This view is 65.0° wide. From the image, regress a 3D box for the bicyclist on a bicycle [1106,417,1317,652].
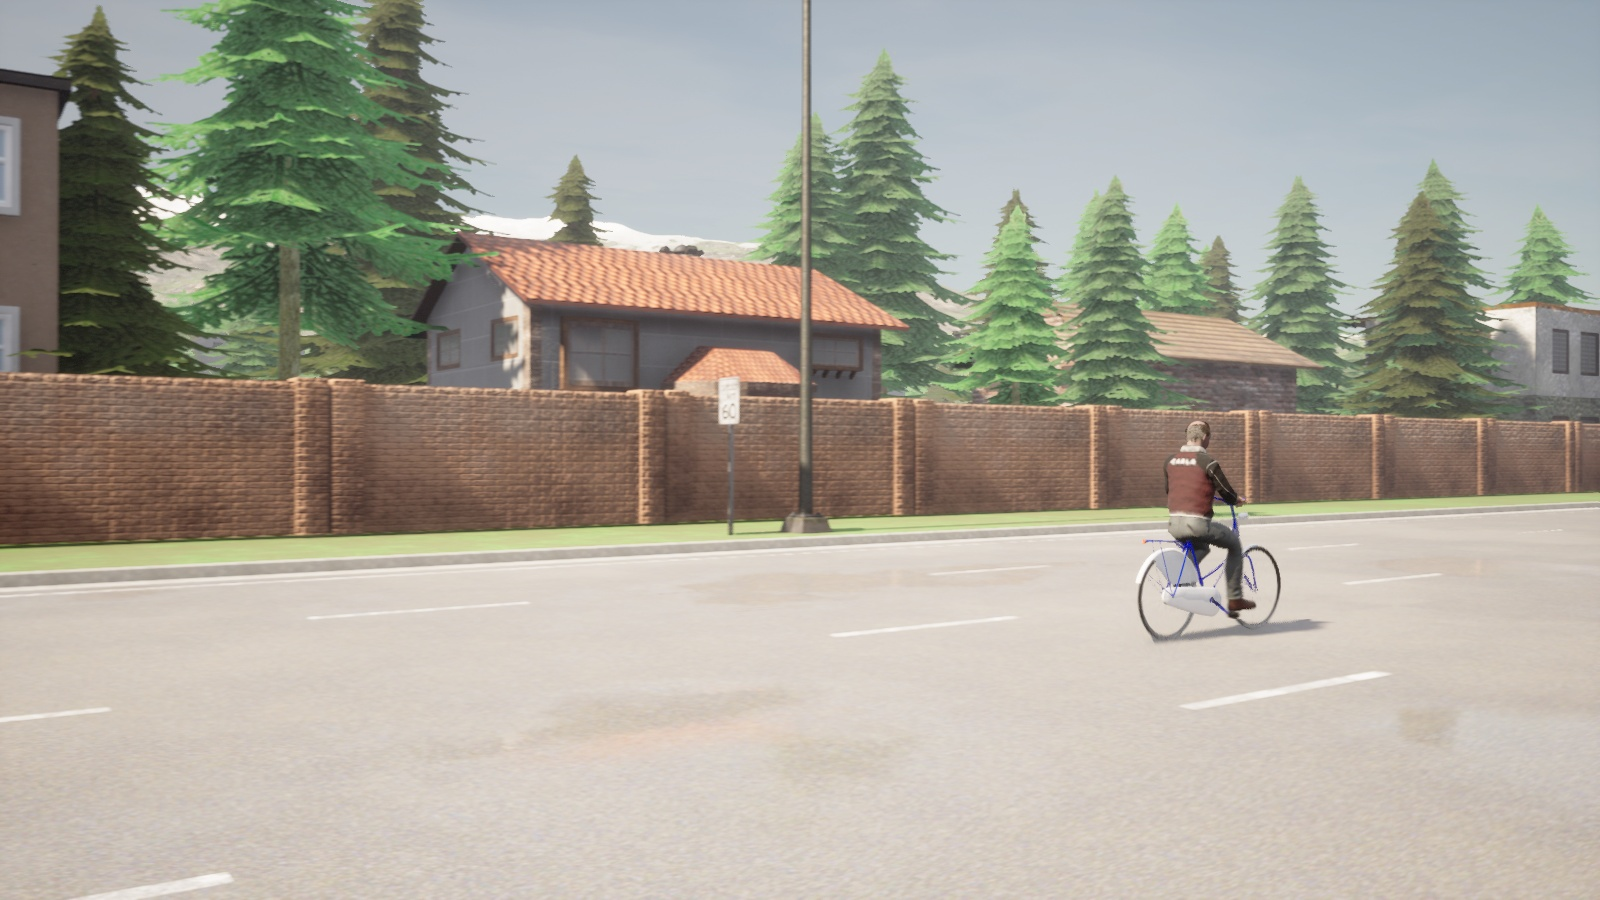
[{"bbox_3d":[3.396,0.633,10.294,1.843,1.776,0.659,0,0,-35],"label":"bicyclist on a bicycle"}]
